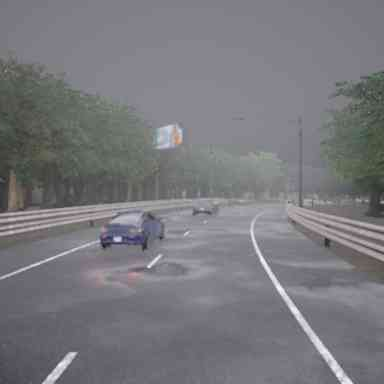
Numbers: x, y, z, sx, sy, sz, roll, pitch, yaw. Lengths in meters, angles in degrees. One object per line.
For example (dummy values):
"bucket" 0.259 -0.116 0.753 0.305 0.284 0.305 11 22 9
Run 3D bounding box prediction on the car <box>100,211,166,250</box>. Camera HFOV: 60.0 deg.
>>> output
"car" -2.380 1.511 14.135 1.812 1.442 4.674 0 0 7

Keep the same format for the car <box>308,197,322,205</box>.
"car" 26.982 1.870 73.333 2.097 1.767 4.553 0 -1 38

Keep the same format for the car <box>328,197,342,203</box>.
"car" 37.438 2.182 87.034 4.902 1.511 2.128 2 -1 -42

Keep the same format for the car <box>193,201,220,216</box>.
"car" 1.480 1.565 33.148 1.994 1.385 4.181 0 0 16
